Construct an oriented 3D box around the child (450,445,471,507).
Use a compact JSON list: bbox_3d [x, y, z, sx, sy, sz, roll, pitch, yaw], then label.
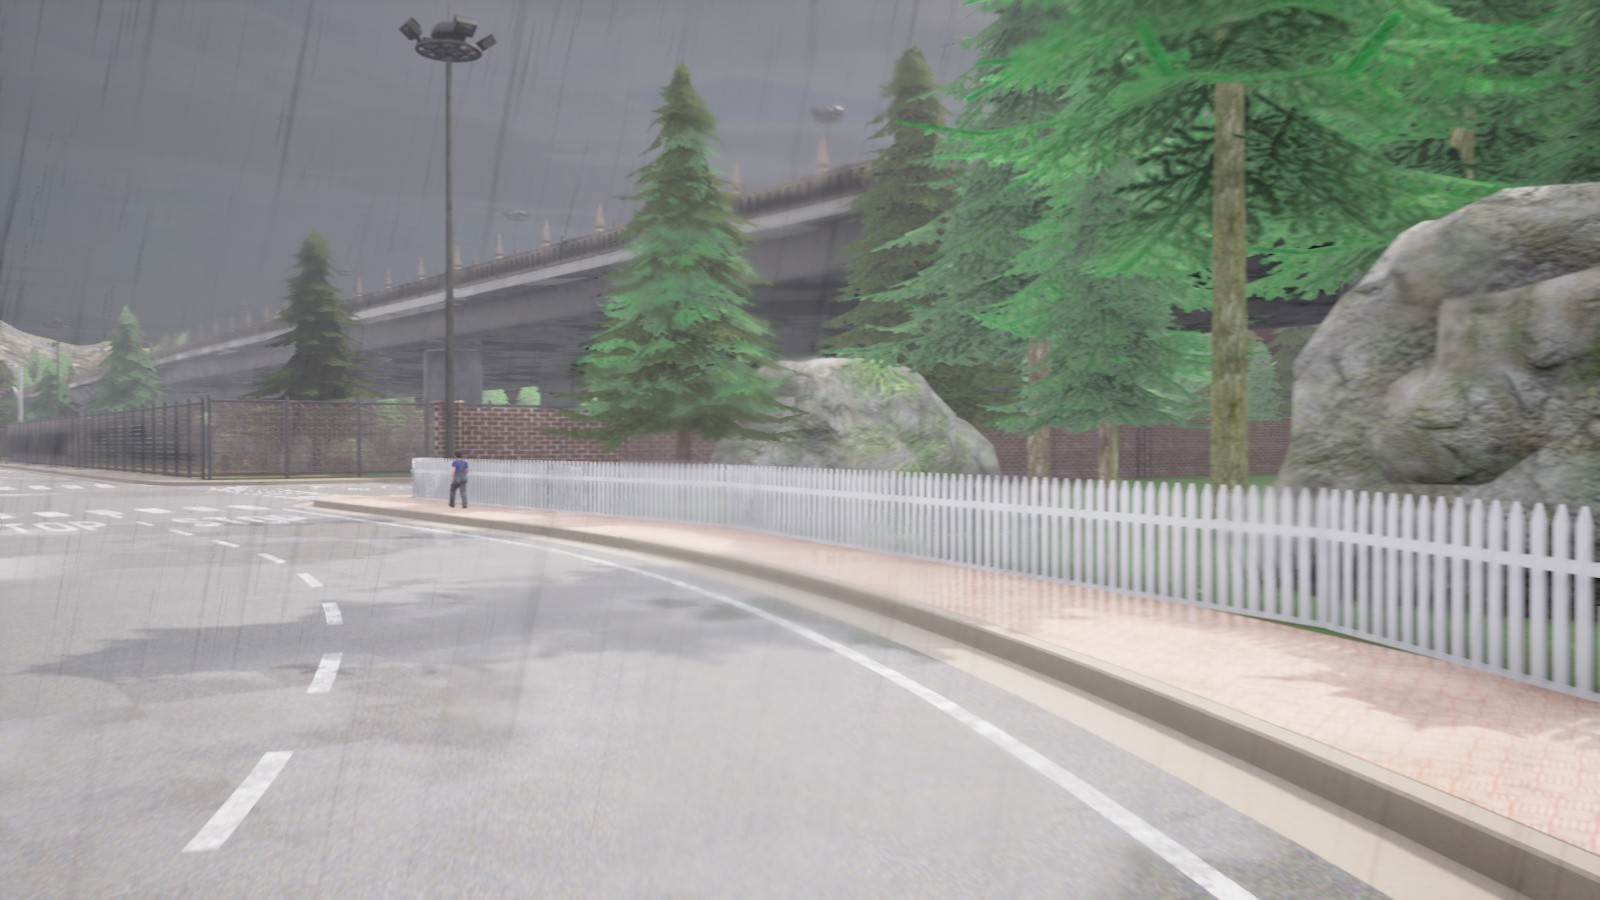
[{"bbox_3d":[-7.042,0.537,26.026,0.270,1.263,0.437,0,0,-37],"label":"child"}]
